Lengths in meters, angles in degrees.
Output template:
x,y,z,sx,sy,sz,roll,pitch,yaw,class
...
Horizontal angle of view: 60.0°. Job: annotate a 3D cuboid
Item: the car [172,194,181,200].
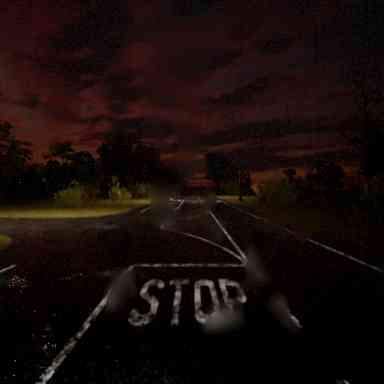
x,y,z,sx,sy,sz,roll,pitch,yaw,class
-3.437,1.017,73.080,1.895,1.301,4.718,0,1,0,car
